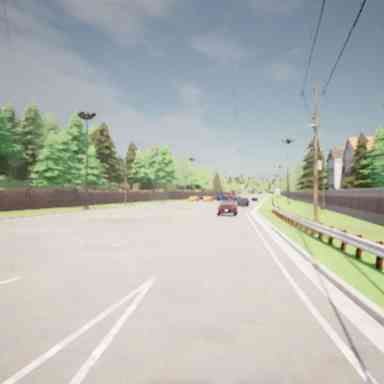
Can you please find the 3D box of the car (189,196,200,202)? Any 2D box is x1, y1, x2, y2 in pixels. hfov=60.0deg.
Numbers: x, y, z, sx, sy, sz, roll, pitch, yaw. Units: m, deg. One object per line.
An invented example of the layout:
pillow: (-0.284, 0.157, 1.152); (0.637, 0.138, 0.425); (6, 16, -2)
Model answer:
car: (0.520, 1.603, 81.587); (1.882, 1.535, 5.008); (0, 0, 14)

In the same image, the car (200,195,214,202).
car: (3.921, 1.607, 80.760); (1.882, 1.535, 5.008); (0, 0, 14)

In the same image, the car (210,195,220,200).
car: (6.383, 1.543, 90.885); (1.994, 1.385, 4.181); (0, 0, 14)

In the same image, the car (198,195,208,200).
car: (2.989, 1.582, 91.741); (1.895, 1.301, 4.718); (0, 0, 14)

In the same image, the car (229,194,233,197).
car: (10.722, 1.616, 79.106); (1.882, 1.535, 5.008); (0, 0, 14)

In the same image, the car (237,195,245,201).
car: (13.192, 1.595, 89.260); (1.895, 1.301, 4.718); (0, 0, 14)

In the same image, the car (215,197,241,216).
car: (3.705, 1.587, 33.898); (1.812, 1.442, 4.674); (0, 0, 10)

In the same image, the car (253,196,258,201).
car: (16.592, 1.767, 88.429); (1.895, 1.301, 4.718); (0, 0, 14)

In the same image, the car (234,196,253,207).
car: (8.300, 1.593, 53.885); (2.128, 1.511, 4.902); (0, 0, 14)

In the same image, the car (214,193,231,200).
car: (7.329, 1.359, 79.963); (2.150, 2.045, 5.566); (0, 0, 14)

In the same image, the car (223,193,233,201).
car: (9.792, 1.221, 90.088); (2.150, 2.045, 5.566); (0, 0, 14)
